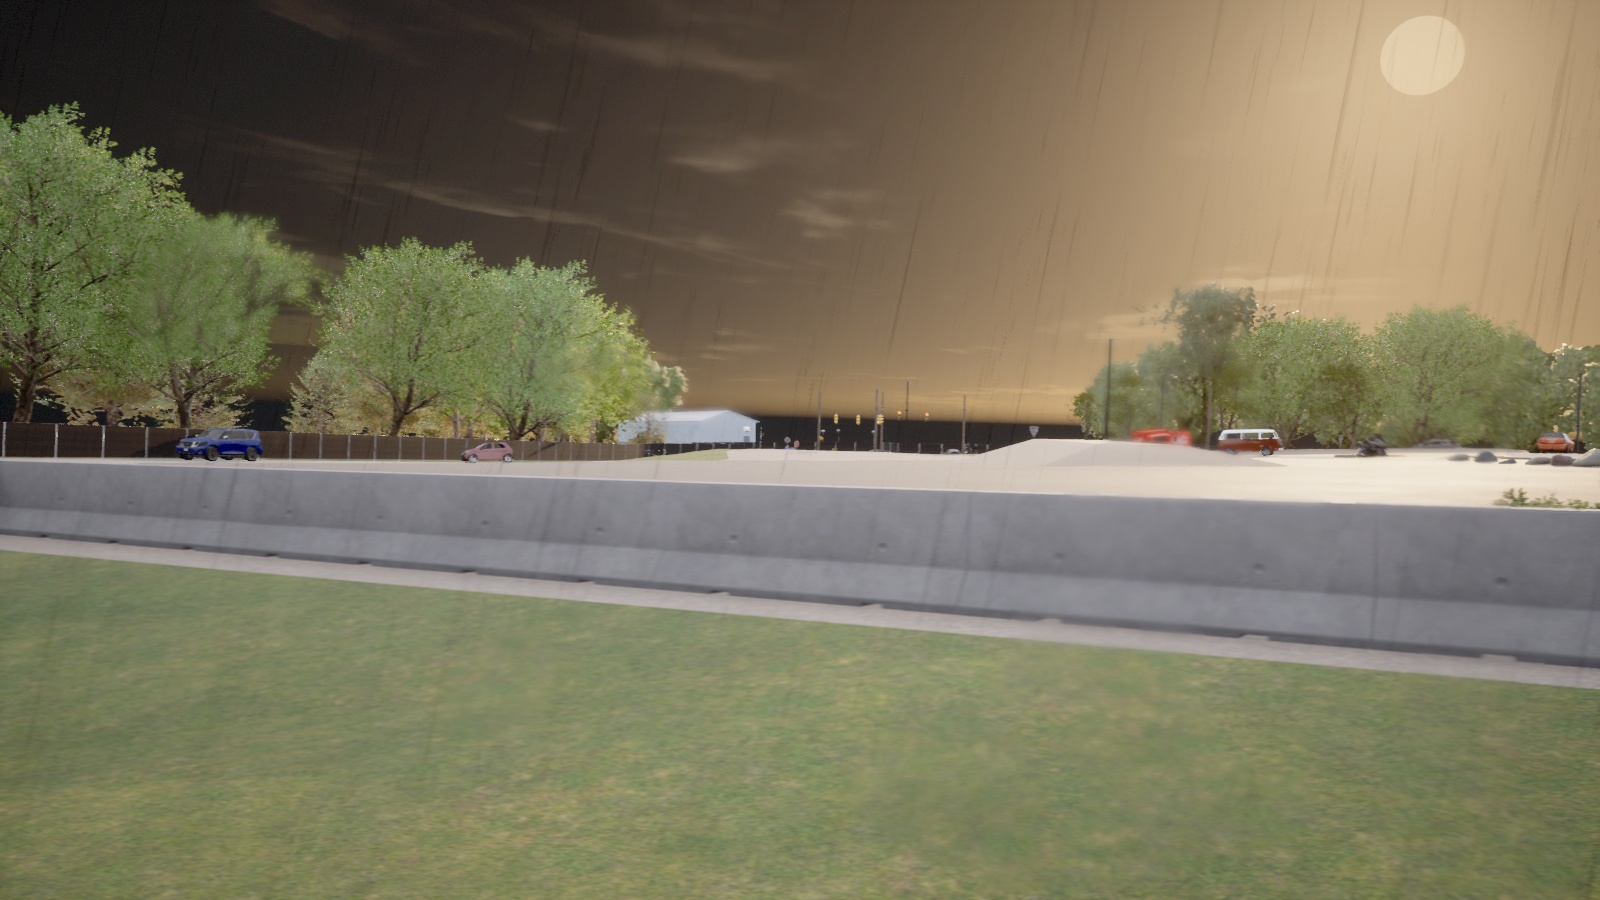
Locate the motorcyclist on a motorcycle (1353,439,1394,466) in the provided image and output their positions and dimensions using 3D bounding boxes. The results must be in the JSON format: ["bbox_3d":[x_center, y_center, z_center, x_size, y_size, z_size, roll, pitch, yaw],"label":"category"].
[{"bbox_3d":[34.010,0.167,74.512,0.866,1.530,2.191,-2,0,-19],"label":"motorcyclist on a motorcycle"}]

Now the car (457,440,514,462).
[{"bbox_3d":[-22.466,0.077,89.824,3.633,1.501,1.845,0,-1,-26],"label":"car"}]

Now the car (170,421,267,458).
[{"bbox_3d":[-35.963,-0.608,77.861,2.150,2.045,5.566,3,0,19],"label":"car"}]

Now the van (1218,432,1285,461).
[{"bbox_3d":[33.204,-0.272,92.373,4.480,2.038,2.069,-1,1,25],"label":"van"}]
